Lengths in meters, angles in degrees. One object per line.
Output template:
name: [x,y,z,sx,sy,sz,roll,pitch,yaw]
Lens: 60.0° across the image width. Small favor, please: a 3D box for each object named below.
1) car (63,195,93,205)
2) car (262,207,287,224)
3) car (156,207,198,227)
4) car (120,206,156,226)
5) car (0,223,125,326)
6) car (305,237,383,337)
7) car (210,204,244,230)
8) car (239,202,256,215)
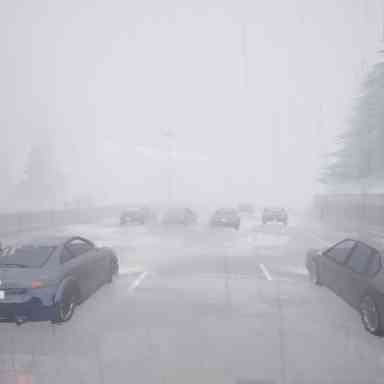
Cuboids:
car: [-18.385,1.445,54.171,2.150,2.045,5.566,0,-1,20]
car: [6.794,1.898,27.518,1.895,1.301,4.718,0,-1,12]
car: [-0.818,1.818,25.369,2.033,1.411,5.357,0,-1,11]
car: [-4.156,1.804,26.286,1.812,1.442,4.674,0,-1,11]
car: [-3.052,1.641,7.354,1.994,1.385,4.181,0,-1,3]
car: [3.851,1.622,6.667,2.033,1.411,5.357,0,-1,4]
car: [2.450,1.817,23.572,1.994,1.385,4.181,0,-1,10]
car: [6.473,1.932,39.636,1.837,1.490,4.892,0,0,17]
